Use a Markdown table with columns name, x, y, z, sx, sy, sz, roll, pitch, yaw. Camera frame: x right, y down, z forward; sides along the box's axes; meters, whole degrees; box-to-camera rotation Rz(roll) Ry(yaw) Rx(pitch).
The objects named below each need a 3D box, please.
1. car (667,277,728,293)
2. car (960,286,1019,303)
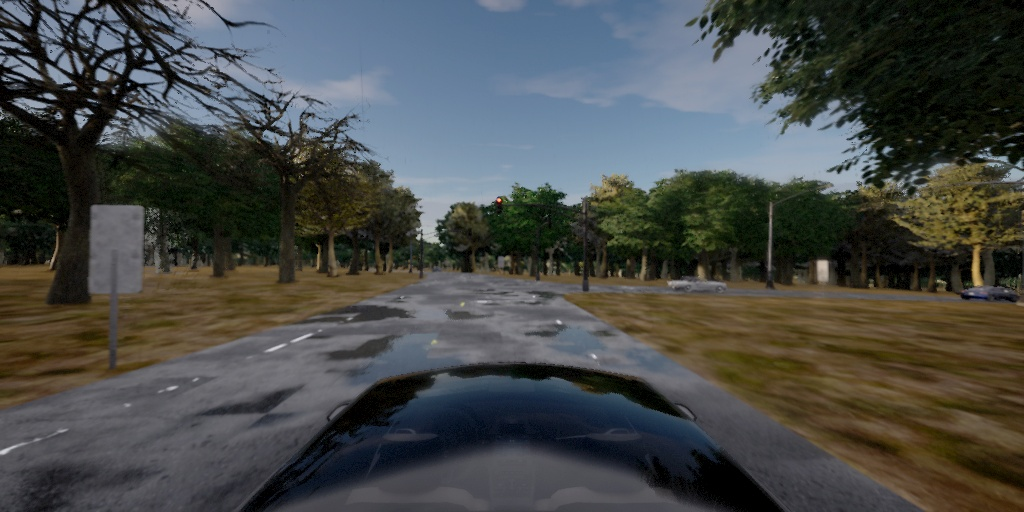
| name | x | y | z | sx | sy | sz | roll | pitch | yaw |
| --- | --- | --- | --- | --- | --- | --- | --- | --- | --- |
| car | 16.486 | 2.536 | 31.936 | 4.718 | 1.301 | 1.895 | 2 | -1 | -5 |
| car | 46.057 | 3.672 | 34.575 | 4.181 | 1.385 | 1.994 | 3 | -1 | -5 |
